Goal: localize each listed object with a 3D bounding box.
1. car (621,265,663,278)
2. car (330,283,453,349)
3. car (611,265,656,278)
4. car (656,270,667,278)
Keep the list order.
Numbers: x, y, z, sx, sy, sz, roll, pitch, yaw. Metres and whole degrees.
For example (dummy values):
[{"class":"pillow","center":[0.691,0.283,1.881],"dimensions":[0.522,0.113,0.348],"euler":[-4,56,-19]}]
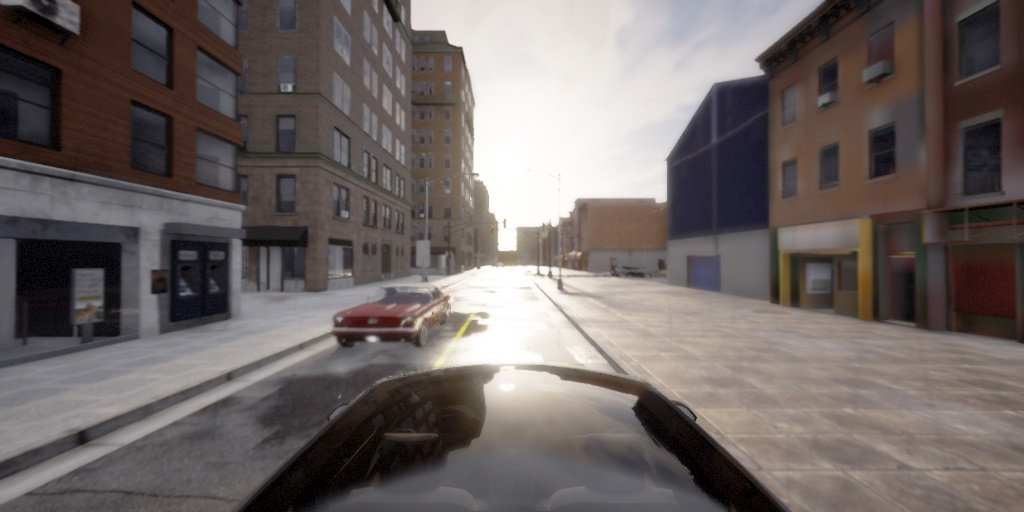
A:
[{"class":"car","center":[15.325,1.803,42.344],"dimensions":[4.181,1.385,1.994],"euler":[0,-1,0]},{"class":"car","center":[-2.856,1.425,9.573],"dimensions":[1.895,1.301,4.718],"euler":[0,-1,0]},{"class":"car","center":[13.172,1.801,39.691],"dimensions":[4.313,1.339,1.948],"euler":[0,0,0]},{"class":"car","center":[18.965,1.804,39.710],"dimensions":[4.829,1.417,1.751],"euler":[0,0,0]}]
